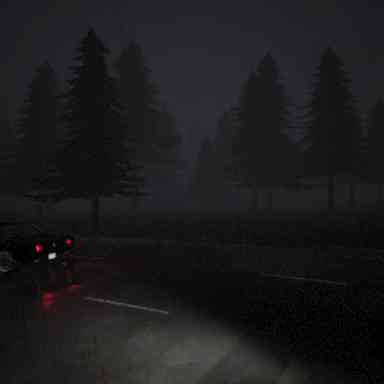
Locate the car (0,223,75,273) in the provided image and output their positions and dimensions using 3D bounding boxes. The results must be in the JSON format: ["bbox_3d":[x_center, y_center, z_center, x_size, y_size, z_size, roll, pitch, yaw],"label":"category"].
[{"bbox_3d":[-6.285,1.650,10.636,4.718,1.301,1.895,-1,0,18],"label":"car"}]
